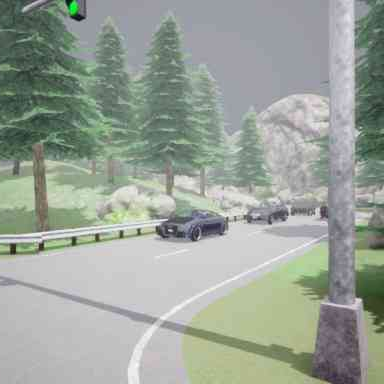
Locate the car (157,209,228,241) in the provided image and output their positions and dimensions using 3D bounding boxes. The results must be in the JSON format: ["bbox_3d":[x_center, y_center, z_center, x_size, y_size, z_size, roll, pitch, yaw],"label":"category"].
[{"bbox_3d":[0.143,1.579,16.800,1.994,1.385,4.181,0,0,34],"label":"car"}]

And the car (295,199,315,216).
[{"bbox_3d":[11.277,1.520,33.608,1.837,1.490,4.892,0,0,27],"label":"car"}]

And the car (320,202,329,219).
[{"bbox_3d":[12.363,1.542,28.383,1.882,1.535,5.008,0,-1,34],"label":"car"}]

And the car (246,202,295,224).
[{"bbox_3d":[5.742,1.507,25.020,2.128,1.511,4.902,0,0,34],"label":"car"}]
